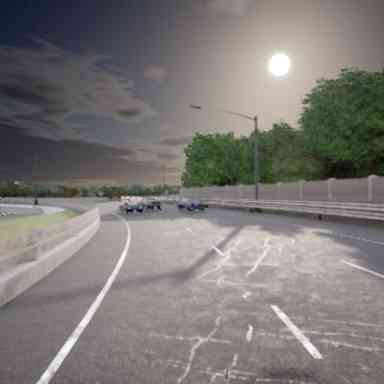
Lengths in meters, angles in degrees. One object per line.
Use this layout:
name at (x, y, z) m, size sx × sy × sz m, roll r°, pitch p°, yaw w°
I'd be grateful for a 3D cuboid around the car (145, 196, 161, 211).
car at (-5.341, 1.581, 42.084) m, size 1.837 × 1.490 × 4.892 m, roll 0°, pitch 0°, yaw -23°

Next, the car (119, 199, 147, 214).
car at (-6.748, 1.693, 36.561) m, size 1.895 × 1.301 × 4.718 m, roll -1°, pitch 0°, yaw -22°

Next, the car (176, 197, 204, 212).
car at (-0.283, 1.364, 38.904) m, size 2.097 × 1.767 × 4.553 m, roll -1°, pitch 0°, yaw -21°
